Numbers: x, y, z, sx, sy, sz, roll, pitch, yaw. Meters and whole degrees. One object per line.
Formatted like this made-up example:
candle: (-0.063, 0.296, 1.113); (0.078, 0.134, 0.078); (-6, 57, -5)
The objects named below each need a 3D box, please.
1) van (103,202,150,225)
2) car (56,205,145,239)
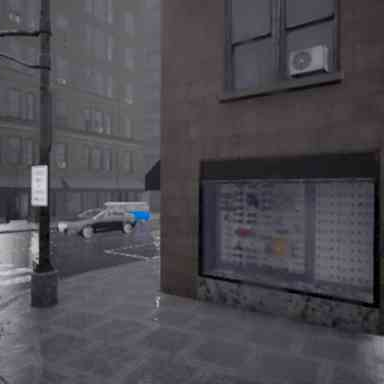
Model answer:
van: (-4.872, 1.642, 24.417); (1.690, 1.788, 3.998); (-1, -1, 35)
car: (-5.356, 1.732, 19.234); (2.128, 1.511, 4.902); (0, -1, 35)
